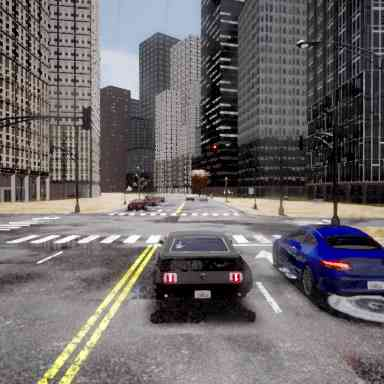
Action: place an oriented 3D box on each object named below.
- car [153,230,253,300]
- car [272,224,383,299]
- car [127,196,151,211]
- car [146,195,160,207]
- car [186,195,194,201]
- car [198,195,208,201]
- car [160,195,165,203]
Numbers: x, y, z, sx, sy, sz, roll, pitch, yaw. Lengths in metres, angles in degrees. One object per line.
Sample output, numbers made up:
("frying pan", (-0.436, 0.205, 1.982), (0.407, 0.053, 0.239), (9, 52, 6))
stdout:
("car", (0.104, 1.598, 8.347), (1.895, 1.301, 4.718), (0, 0, -3))
("car", (3.347, 1.523, 8.318), (1.812, 1.442, 4.674), (0, 0, 1))
("car", (-6.573, 1.530, 40.405), (1.994, 1.385, 4.181), (0, 0, 0))
("car", (-6.567, 1.297, 51.363), (2.097, 1.767, 4.553), (0, 0, 0))
("car", (-0.502, 1.469, 80.504), (1.895, 1.301, 4.718), (0, 0, -4))
("car", (2.747, 1.397, 80.620), (1.812, 1.442, 4.674), (0, 0, -4))
("car", (-6.562, 1.401, 68.617), (2.128, 1.511, 4.902), (0, 0, -1))
